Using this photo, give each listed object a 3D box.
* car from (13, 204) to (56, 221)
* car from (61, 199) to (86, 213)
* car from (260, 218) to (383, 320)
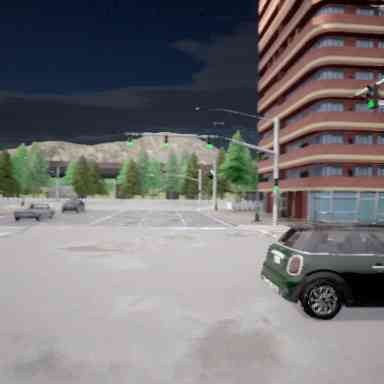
[{"bbox_3d":[-13.063,1.658,27.813,1.895,1.301,4.718,1,0,-5],"label":"car"},{"bbox_3d":[-13.945,1.644,39.319,1.837,1.490,4.892,1,0,-4],"label":"car"},{"bbox_3d":[3.891,1.460,7.141,4.553,1.767,2.097,1,0,-5],"label":"car"}]
